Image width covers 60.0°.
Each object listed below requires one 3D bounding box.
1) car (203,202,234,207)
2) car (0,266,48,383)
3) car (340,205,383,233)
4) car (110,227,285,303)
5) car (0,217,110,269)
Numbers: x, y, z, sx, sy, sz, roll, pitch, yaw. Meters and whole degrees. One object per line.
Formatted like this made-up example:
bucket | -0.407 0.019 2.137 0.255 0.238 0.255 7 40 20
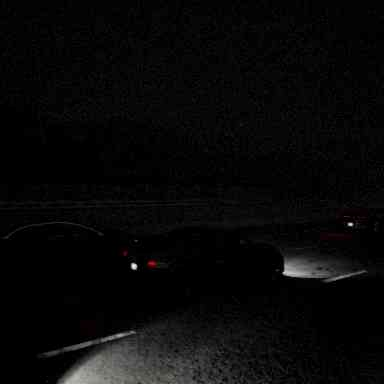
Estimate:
car | 2.429 1.632 31.505 4.181 1.385 1.994 0 0 -35
car | -2.933 1.562 1.776 4.181 1.385 1.994 0 0 -35
car | 10.891 1.574 20.112 4.892 1.490 1.837 0 0 -35
car | 0.388 1.575 8.321 4.181 1.385 1.994 0 0 -35
car | -3.832 1.495 9.610 4.902 1.511 2.128 0 0 -36
